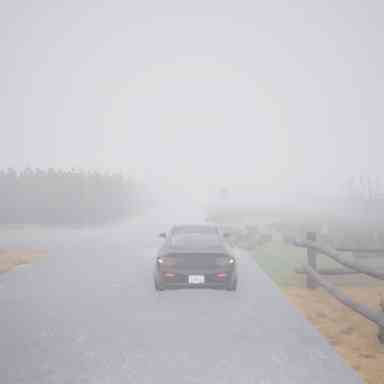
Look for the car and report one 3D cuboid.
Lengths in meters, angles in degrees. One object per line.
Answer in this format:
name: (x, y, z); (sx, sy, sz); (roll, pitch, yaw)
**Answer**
car: (0.084, 1.534, 8.798); (1.812, 1.442, 4.674); (0, 0, 0)
